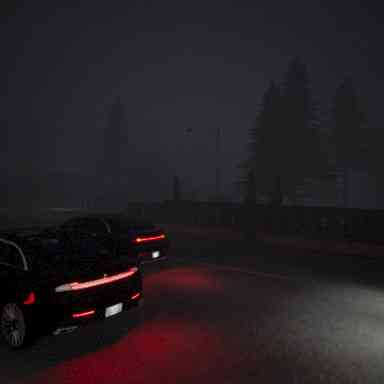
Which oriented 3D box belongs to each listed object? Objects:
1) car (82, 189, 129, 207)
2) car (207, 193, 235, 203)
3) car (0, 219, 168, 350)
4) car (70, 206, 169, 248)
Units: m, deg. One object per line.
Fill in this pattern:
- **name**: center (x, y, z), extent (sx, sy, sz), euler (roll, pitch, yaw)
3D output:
- **car**: center (-9.590, 0.688, 37.450), extent (2.150, 2.045, 5.566), euler (1, 1, 38)
- **car**: center (3.922, 0.967, 43.381), extent (2.097, 1.767, 4.553), euler (1, 1, 37)
- **car**: center (-3.069, 1.413, 6.140), extent (4.902, 1.511, 2.128), euler (1, 1, 36)
- **car**: center (-2.926, 1.385, 10.348), extent (4.892, 1.490, 1.837), euler (1, 1, 36)
